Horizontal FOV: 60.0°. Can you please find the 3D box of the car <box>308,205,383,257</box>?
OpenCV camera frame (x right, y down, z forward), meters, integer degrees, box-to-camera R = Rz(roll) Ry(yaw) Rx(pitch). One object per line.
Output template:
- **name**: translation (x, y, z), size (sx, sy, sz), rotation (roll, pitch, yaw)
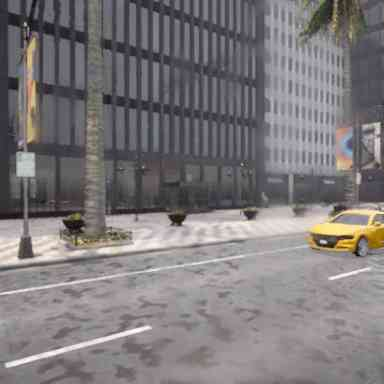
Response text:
- **car**: translation (6.592, 1.460, 12.995), size (5.008, 1.535, 1.882), rotation (0, 0, -36)
